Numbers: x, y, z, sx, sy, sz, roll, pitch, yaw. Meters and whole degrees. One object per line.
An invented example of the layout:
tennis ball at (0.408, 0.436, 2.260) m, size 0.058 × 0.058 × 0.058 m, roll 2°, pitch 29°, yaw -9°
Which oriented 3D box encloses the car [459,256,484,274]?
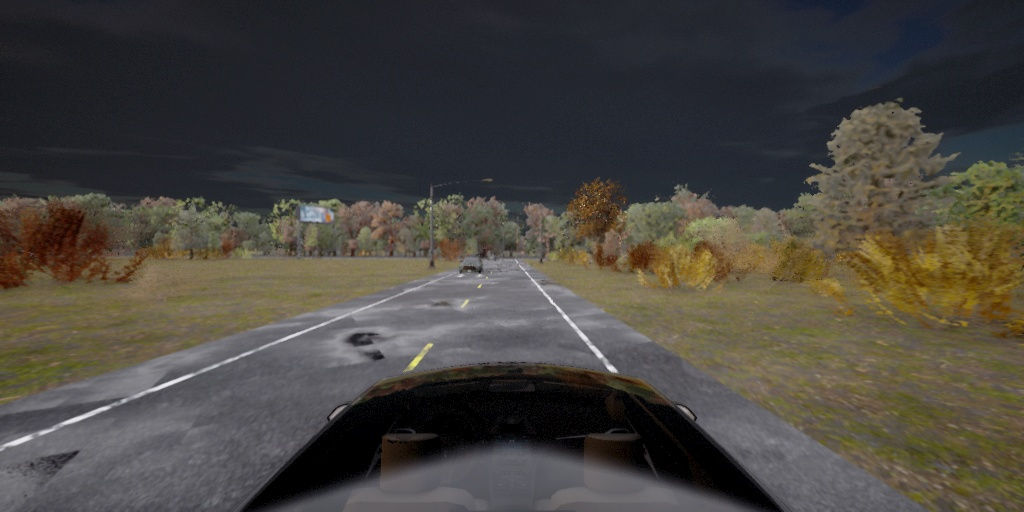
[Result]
car at (-3.910, 0.785, 34.958) m, size 2.097 × 1.767 × 4.553 m, roll 0°, pitch 1°, yaw -1°
